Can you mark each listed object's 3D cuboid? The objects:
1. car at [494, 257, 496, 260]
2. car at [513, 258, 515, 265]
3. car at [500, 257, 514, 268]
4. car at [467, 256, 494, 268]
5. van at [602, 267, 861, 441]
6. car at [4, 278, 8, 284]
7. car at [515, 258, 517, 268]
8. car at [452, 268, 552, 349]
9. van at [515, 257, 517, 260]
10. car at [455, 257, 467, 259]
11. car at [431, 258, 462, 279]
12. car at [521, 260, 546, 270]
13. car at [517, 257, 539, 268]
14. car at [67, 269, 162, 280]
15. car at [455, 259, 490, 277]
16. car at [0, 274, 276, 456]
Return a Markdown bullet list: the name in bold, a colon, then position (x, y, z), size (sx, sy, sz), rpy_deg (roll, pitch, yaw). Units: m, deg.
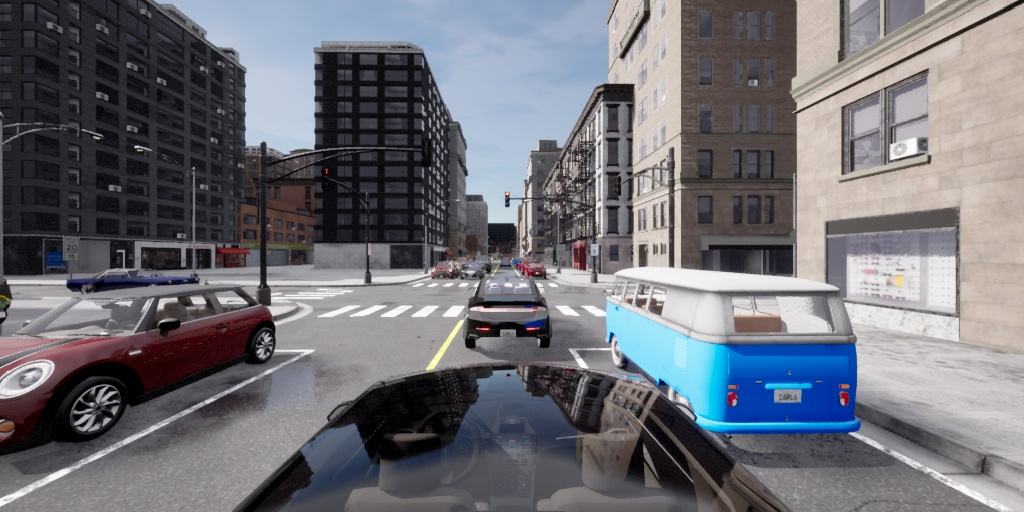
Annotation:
- **car**: position (-3.782, 1.293, 52.190), size (2.033, 1.411, 5.357), rpy_deg (0, 0, -1)
- **car**: position (1.566, 1.309, 59.172), size (1.948, 1.339, 4.313), rpy_deg (0, 0, -1)
- **car**: position (-1.131, 1.306, 62.289), size (1.994, 1.385, 4.181), rpy_deg (0, 0, -1)
- **car**: position (-3.586, 0.970, 41.788), size (2.150, 2.045, 5.566), rpy_deg (0, 0, 0)
- **van**: position (2.584, 1.091, 5.253), size (1.690, 1.789, 3.998), rpy_deg (0, 0, -1)
- **car**: position (-27.472, 1.154, 16.915), size (5.357, 1.411, 2.033), rpy_deg (0, 0, -1)
- **car**: position (1.770, 1.292, 48.355), size (1.888, 1.381, 4.507), rpy_deg (0, 0, -1)
- **car**: position (-0.126, 1.241, 9.188), size (2.128, 1.511, 4.902), rpy_deg (0, 0, -1)
- **van**: position (1.668, 1.086, 53.764), size (1.690, 1.789, 3.998), rpy_deg (0, 0, -1)
- **car**: position (-6.151, 1.063, 42.794), size (2.192, 1.841, 5.009), rpy_deg (0, 0, -1)
- **car**: position (-5.947, 1.188, 31.977), size (1.967, 1.591, 4.097), rpy_deg (0, 0, -1)
- **car**: position (2.077, 1.294, 32.129), size (1.888, 1.381, 4.507), rpy_deg (0, 0, -1)
- **car**: position (1.975, 1.063, 37.537), size (2.192, 1.841, 5.009), rpy_deg (0, 0, -1)
- **car**: position (-17.814, 1.262, 17.102), size (4.718, 1.301, 1.895), rpy_deg (0, 0, -1)
- **car**: position (-3.395, 1.240, 31.626), size (2.128, 1.511, 4.902), rpy_deg (0, 0, -1)
- **car**: position (-5.439, 1.190, 5.102), size (1.967, 1.591, 4.097), rpy_deg (0, 0, -1)
